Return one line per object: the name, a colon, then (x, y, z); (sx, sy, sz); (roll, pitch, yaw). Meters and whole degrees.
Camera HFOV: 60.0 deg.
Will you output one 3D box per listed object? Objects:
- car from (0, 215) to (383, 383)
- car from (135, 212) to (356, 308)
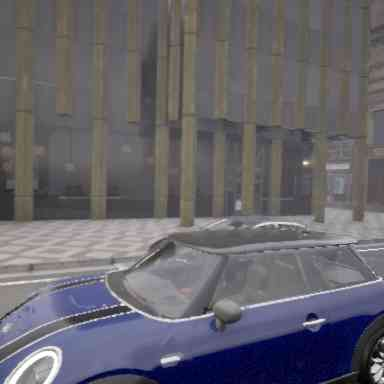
car: (0.229, 1.260, 3.808); (4.553, 1.767, 2.097); (1, 1, -27)
car: (1.332, 1.342, 8.011); (4.902, 1.511, 2.128); (1, 1, -27)
